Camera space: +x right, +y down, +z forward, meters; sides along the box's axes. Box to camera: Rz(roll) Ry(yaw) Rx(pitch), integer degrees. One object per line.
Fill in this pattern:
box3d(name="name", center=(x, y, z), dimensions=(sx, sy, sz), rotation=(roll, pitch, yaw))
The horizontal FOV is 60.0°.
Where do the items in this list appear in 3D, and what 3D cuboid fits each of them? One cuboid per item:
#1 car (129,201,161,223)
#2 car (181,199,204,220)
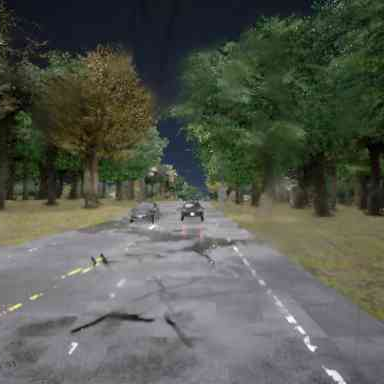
box3d(name="car", center=(-3.546, 1.507, 25.665), dimensions=(1.837, 1.490, 4.892), rotation=(0, 0, 2))
box3d(name="car", center=(0.037, 1.572, 28.596), dimensions=(1.812, 1.442, 4.674), rotation=(0, 0, 0))
